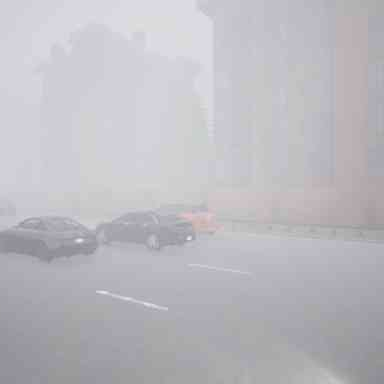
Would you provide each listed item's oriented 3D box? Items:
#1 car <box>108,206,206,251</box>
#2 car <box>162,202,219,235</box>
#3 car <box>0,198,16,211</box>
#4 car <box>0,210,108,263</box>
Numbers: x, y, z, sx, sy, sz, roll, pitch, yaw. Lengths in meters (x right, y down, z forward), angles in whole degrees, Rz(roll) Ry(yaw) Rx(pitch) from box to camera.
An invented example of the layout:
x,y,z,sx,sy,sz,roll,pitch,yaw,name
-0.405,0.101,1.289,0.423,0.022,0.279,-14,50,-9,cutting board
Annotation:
x,y,z,sx,sy,sz,roll,pitch,yaw,name
-2.064,1.503,14.060,4.892,1.490,1.837,0,0,35,car
-0.925,1.349,17.544,4.553,1.767,2.097,0,0,35,car
-17.530,1.346,29.385,4.553,1.767,2.097,0,0,35,car
-5.323,1.562,12.085,4.181,1.385,1.994,0,0,35,car
